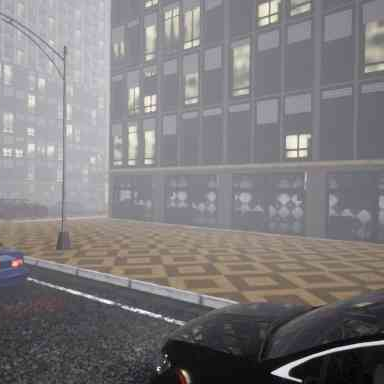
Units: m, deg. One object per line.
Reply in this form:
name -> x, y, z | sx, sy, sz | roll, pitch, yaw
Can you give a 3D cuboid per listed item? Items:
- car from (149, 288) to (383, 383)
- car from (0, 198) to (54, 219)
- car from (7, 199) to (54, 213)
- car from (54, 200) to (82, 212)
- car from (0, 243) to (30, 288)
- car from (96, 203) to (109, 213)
car -> 1.850, 1.505, 2.363 | 4.892, 1.490, 1.837 | 0, 0, 35
car -> -16.025, 1.517, 30.938 | 2.192, 1.841, 5.009 | 1, 0, 37
car -> -19.505, 1.640, 40.319 | 1.752, 1.417, 4.829 | 1, 0, 37
car -> -16.134, 1.723, 40.507 | 2.033, 1.411, 5.357 | 1, 0, 37
car -> -6.071, 1.543, 8.032 | 5.357, 1.411, 2.033 | 0, 0, 36
car -> -9.210, 1.828, 40.136 | 1.752, 1.417, 4.829 | 1, 0, 37
